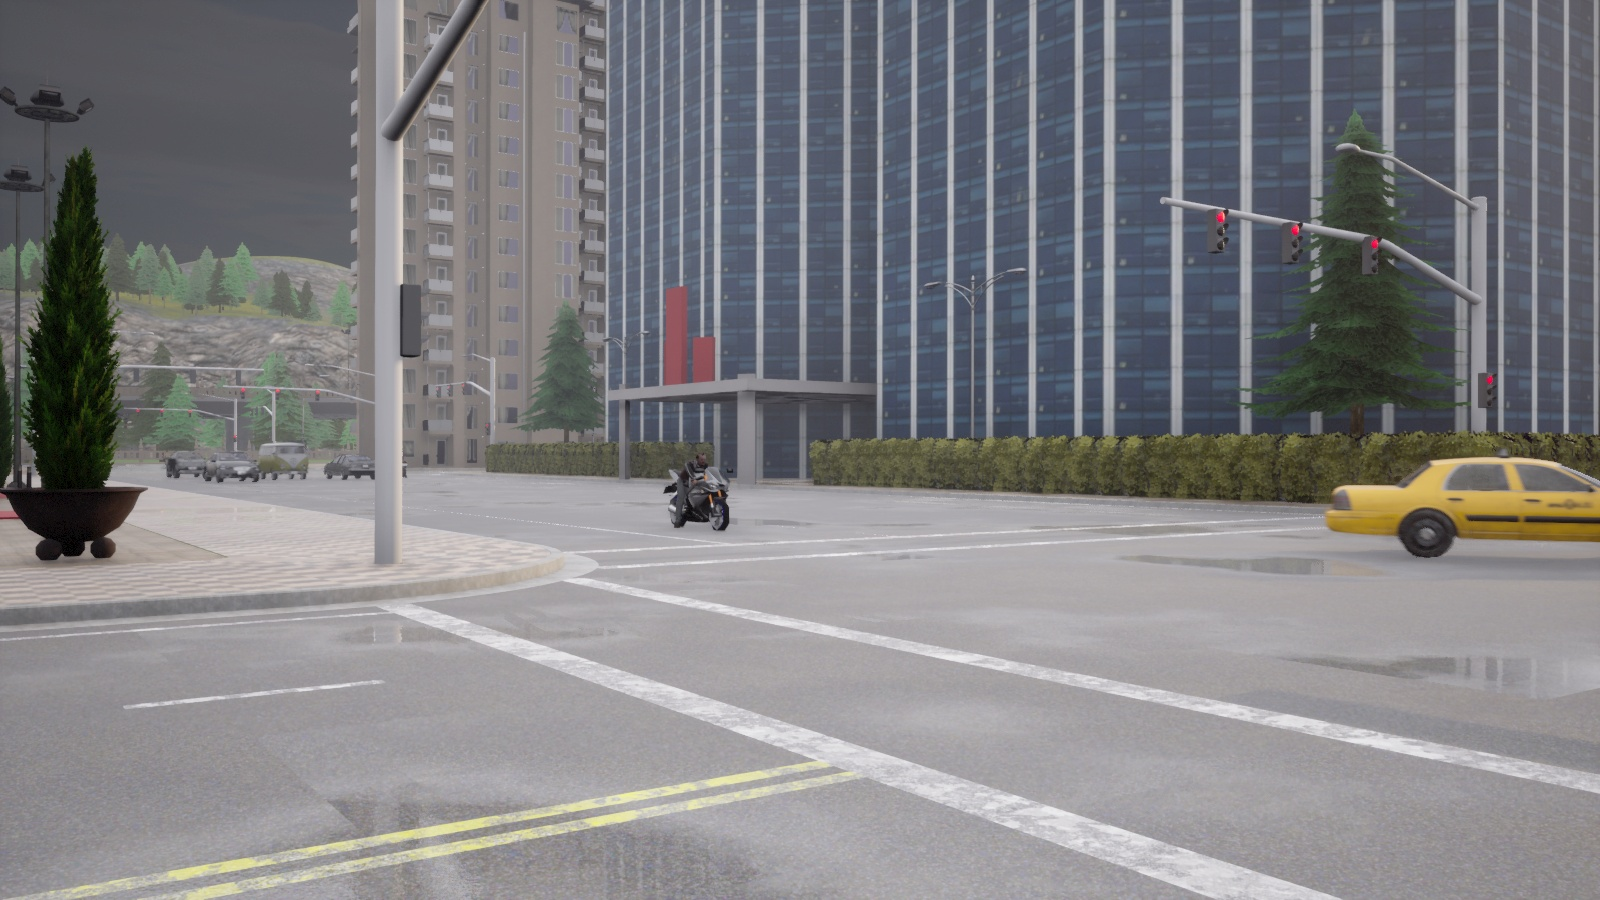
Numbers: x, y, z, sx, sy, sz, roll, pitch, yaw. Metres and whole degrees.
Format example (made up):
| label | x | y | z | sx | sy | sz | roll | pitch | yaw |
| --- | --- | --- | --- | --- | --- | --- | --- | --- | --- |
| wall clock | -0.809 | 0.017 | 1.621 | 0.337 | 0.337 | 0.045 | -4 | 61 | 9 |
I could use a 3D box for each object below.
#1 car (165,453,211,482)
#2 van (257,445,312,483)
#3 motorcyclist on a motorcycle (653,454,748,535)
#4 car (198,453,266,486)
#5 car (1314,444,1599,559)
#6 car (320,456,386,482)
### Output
| label | x | y | z | sx | sy | sz | roll | pitch | yaw |
| --- | --- | --- | --- | --- | --- | --- | --- | --- | --- |
| car | -34.669 | 0.971 | 71.083 | 1.789 | 1.549 | 3.705 | 0 | 0 | -35 |
| van | -27.601 | 0.720 | 67.136 | 1.775 | 1.987 | 4.442 | 0 | 0 | -35 |
| motorcyclist on a motorcycle | -1.993 | 0.845 | 24.775 | 0.866 | 1.530 | 2.191 | 0 | 0 | -35 |
| car | -27.704 | 0.910 | 61.214 | 2.128 | 1.511 | 4.902 | 0 | 0 | -35 |
| car | 10.381 | 0.707 | 18.264 | 5.366 | 1.575 | 1.801 | 0 | 0 | 23 |
| car | -24.587 | 1.013 | 68.936 | 2.033 | 1.411 | 5.357 | 0 | 0 | -35 |
